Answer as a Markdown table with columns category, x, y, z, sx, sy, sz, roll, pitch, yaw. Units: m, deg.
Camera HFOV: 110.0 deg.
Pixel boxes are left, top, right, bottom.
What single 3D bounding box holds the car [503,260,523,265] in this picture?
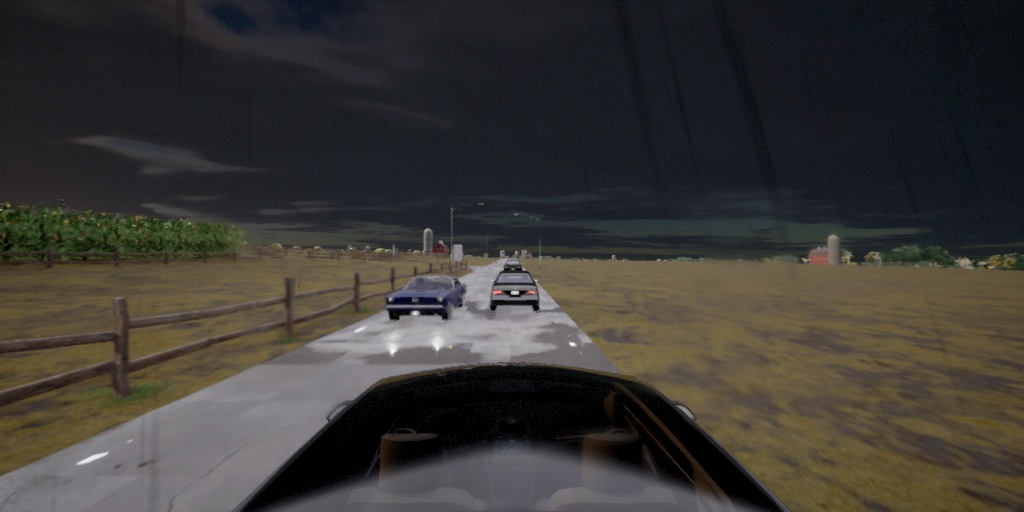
| category | x | y | z | sx | sy | sz | roll | pitch | yaw |
| --- | --- | --- | --- | --- | --- | --- | --- | --- | --- |
| car | 0.100 | 1.138 | 36.196 | 1.882 | 1.535 | 5.008 | 0 | 0 | 0 |

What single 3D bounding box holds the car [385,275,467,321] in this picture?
| category | x | y | z | sx | sy | sz | roll | pitch | yaw |
| --- | --- | --- | --- | --- | --- | --- | --- | --- | --- |
| car | -2.784 | 1.346 | 12.563 | 1.895 | 1.301 | 4.718 | 0 | 0 | 0 |

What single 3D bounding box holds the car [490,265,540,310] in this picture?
| category | x | y | z | sx | sy | sz | roll | pitch | yaw |
| --- | --- | --- | --- | --- | --- | --- | --- | --- | --- |
| car | 0.099 | 1.289 | 14.648 | 2.033 | 1.411 | 5.357 | 0 | 0 | 0 |
